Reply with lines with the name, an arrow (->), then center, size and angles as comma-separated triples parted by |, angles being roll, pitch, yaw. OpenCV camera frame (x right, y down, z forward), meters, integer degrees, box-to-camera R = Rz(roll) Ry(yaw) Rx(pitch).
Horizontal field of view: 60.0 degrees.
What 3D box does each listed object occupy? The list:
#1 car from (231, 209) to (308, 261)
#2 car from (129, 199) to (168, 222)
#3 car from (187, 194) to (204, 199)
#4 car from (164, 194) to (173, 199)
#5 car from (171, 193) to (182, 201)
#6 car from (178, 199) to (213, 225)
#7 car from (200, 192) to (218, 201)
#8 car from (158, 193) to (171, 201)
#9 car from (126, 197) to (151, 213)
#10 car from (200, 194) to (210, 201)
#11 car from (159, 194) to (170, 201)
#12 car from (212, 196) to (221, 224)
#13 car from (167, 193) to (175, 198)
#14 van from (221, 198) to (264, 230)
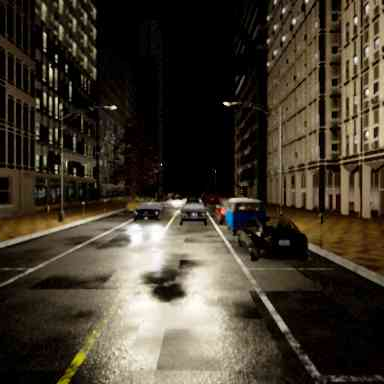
car -> 2.691, 1.501, 11.751 | 1.947, 1.339, 4.313 | 0, 0, 0
car -> -3.104, 1.461, 24.721 | 1.895, 1.301, 4.718 | 0, 0, 0
car -> 0.093, 1.304, 41.744 | 2.033, 1.411, 5.357 | 0, 0, 0
car -> -5.698, 1.086, 80.067 | 1.802, 1.307, 4.206 | 0, 0, 0
car -> -3.025, 1.100, 66.102 | 2.128, 1.511, 4.902 | 0, 0, 0
car -> 0.097, 1.419, 22.940 | 2.033, 1.411, 5.357 | 0, 0, 0
car -> 2.688, 1.045, 45.903 | 2.192, 1.841, 5.009 | 0, 0, 0
car -> -5.696, 1.171, 62.992 | 2.008, 1.369, 4.403 | 0, 0, 0
car -> -5.692, 1.328, 34.359 | 1.752, 1.417, 4.829 | 0, 0, 0
car -> 2.684, 1.106, 68.842 | 1.752, 1.417, 4.829 | 0, 0, 0
car -> -5.697, 1.148, 68.684 | 1.947, 1.339, 4.313 | 0, 0, 0
car -> 2.690, 1.310, 23.136 | 1.967, 1.590, 4.097 | 0, 0, 0
car -> -5.700, 0.974, 91.452 | 2.008, 1.369, 4.403 | 0, 0, 0
van -> 2.691, 1.244, 17.444 | 1.690, 1.788, 3.998 | 0, 0, 0
